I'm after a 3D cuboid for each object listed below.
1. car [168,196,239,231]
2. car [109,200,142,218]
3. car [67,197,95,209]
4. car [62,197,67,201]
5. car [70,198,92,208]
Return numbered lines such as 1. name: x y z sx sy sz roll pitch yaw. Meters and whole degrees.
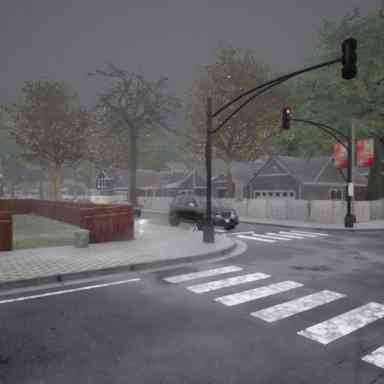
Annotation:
1. car: 0.505 1.240 20.413 2.150 2.045 5.566 1 -1 -31
2. car: -6.345 1.510 30.339 1.882 1.535 5.008 0 -1 -36
3. car: -12.712 1.541 39.277 2.128 1.511 4.902 0 0 -36
4. car: -22.218 1.598 57.493 2.128 1.511 4.902 0 0 -36
5. car: -16.569 1.651 49.678 1.994 1.385 4.181 0 0 -35
